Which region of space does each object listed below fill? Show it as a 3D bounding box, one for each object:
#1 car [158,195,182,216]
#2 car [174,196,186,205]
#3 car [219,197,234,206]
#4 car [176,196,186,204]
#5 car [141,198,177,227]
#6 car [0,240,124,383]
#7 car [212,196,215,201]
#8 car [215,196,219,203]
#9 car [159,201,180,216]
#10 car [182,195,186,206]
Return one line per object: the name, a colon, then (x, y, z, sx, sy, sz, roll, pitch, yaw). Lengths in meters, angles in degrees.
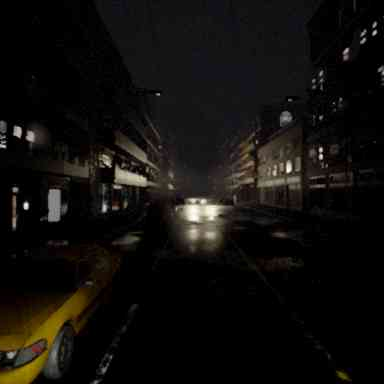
car: (-2.265, 1.337, 28.227, 2.192, 1.841, 5.009, 0, 0, 0)
car: (-2.182, 1.494, 62.044, 1.967, 1.590, 4.097, 0, 0, 0)
car: (6.184, 1.608, 56.554, 1.752, 1.417, 4.829, 0, 0, 0)
car: (-2.168, 1.604, 67.682, 1.887, 1.381, 4.507, 0, 0, 0)
car: (-2.281, 1.456, 22.591, 1.967, 1.590, 4.097, 0, 0, 0)
car: (-2.324, 1.523, 5.511, 1.752, 1.417, 4.829, 0, 0, 0)
car: (6.269, 1.662, 90.201, 2.008, 1.369, 4.403, 0, 0, 0)
car: (6.212, 1.637, 67.656, 1.887, 1.381, 4.507, 0, 0, 0)
car: (-2.254, 1.610, 33.864, 1.802, 1.307, 4.206, 0, 0, 0)
car: (-2.194, 1.364, 56.409, 2.192, 1.841, 5.009, 0, 0, 0)
